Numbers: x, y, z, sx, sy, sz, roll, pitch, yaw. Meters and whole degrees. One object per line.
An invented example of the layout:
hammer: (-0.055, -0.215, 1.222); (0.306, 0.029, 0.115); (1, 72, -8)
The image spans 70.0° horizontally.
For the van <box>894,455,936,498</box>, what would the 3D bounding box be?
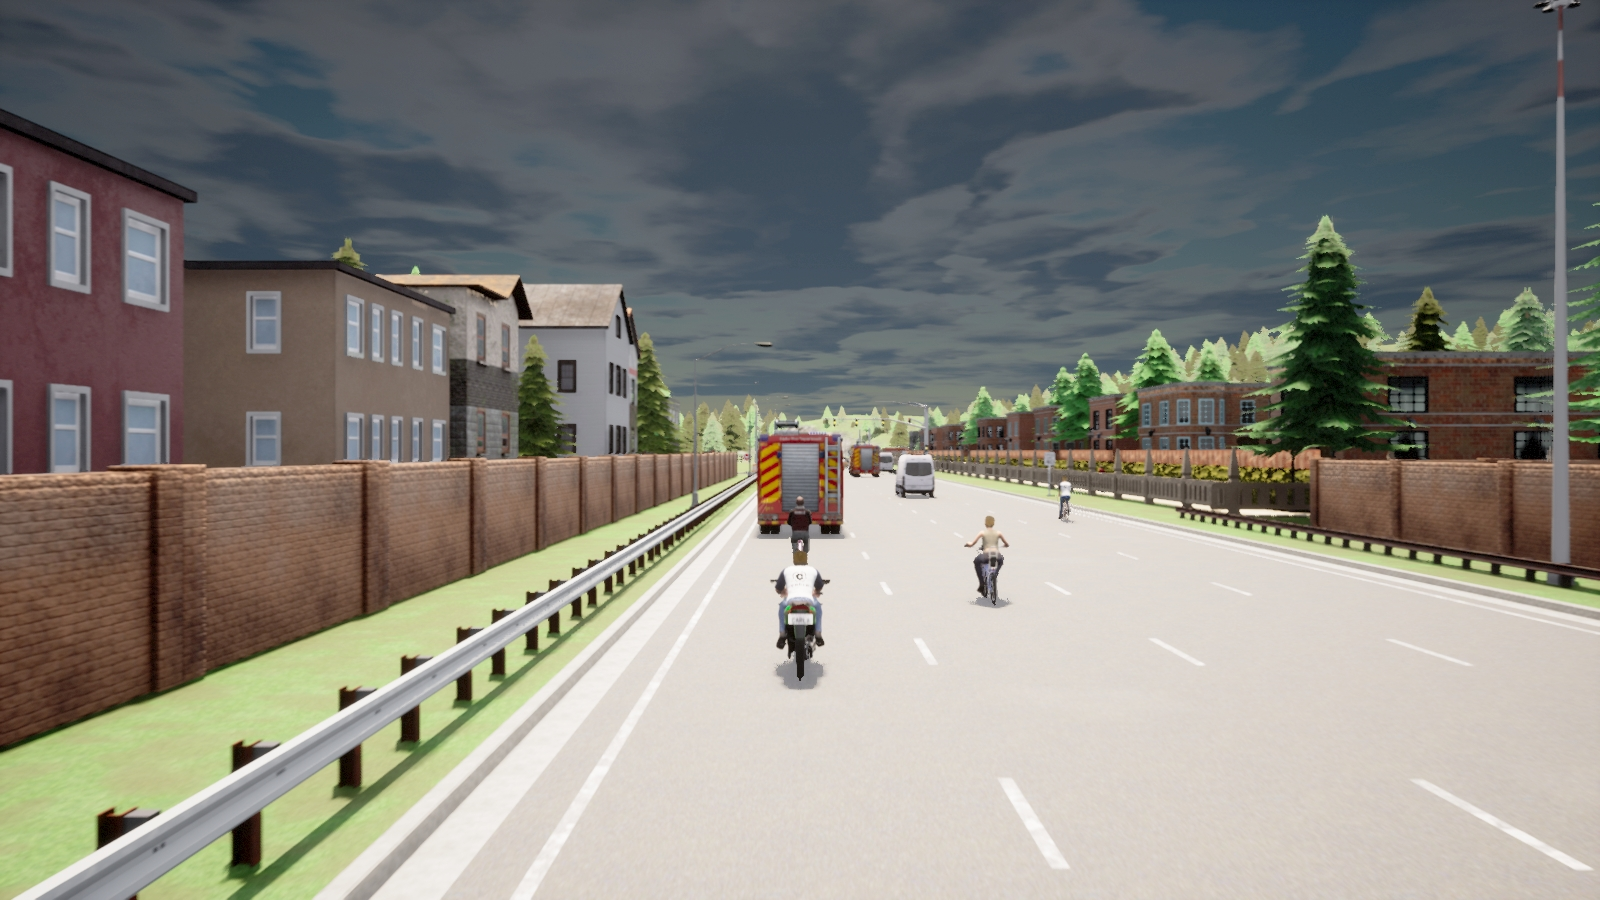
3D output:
van: (7.000, 1.582, 70.307); (1.988, 2.561, 5.915); (0, 0, 0)

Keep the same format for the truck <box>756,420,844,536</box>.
truck: (-0.002, 0.920, 41.821); (2.891, 3.827, 8.468); (0, 0, 0)

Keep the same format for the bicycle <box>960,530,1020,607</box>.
bicycle: (3.501, 2.173, 21.200); (0.859, 1.277, 1.487); (0, 0, 0)

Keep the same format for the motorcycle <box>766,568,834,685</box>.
motorcycle: (0.001, 2.196, 14.593); (0.803, 1.199, 2.033); (0, -1, 0)

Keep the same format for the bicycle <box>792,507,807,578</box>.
bicycle: (-0.005, 2.079, 25.973); (0.329, 1.471, 1.835); (0, 0, 0)

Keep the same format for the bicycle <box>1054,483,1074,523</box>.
bicycle: (10.449, 2.087, 45.233); (0.373, 1.496, 1.643); (0, 0, 0)

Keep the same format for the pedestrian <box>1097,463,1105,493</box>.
pedestrian: (18.755, 1.751, 71.187); (0.375, 1.860, 0.375); (0, 0, 0)
